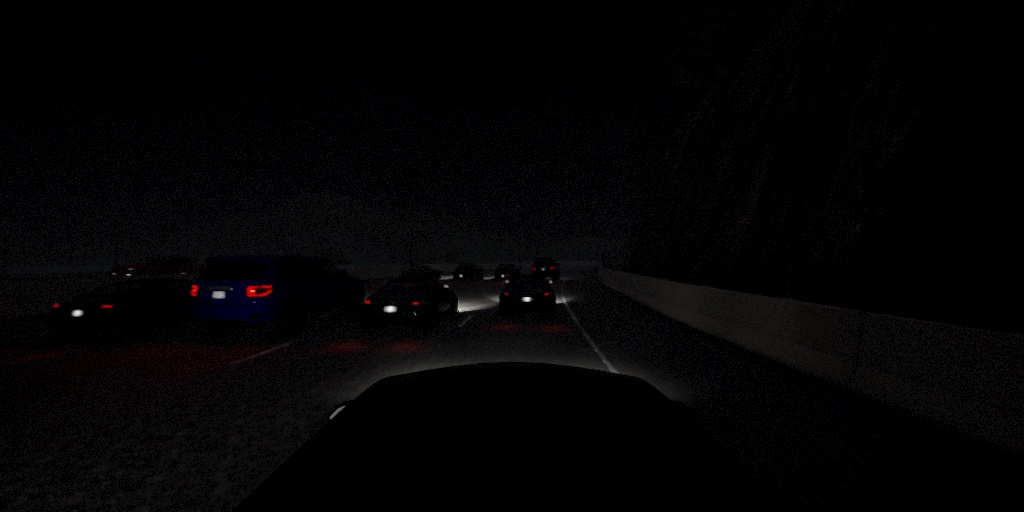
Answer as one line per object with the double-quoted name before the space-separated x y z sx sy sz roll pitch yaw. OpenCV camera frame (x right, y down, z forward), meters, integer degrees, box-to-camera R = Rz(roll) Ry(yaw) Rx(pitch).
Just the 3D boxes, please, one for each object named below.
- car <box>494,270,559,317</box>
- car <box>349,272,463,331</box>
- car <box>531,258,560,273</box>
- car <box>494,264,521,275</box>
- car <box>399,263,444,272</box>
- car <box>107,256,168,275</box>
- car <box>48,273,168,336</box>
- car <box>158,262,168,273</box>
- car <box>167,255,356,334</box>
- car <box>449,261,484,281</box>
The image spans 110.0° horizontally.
"car" 0.628 1.396 13.707 1.994 1.385 4.181 0 0 4
"car" -3.039 1.363 11.304 1.994 1.385 4.181 0 0 3
"car" 3.013 1.183 31.864 2.150 2.045 5.566 0 0 11
"car" -0.340 1.458 32.826 1.837 1.490 4.892 0 0 10
"car" -7.742 1.510 31.348 1.895 1.301 4.718 0 0 10
"car" -29.458 1.022 29.691 2.150 2.045 5.566 0 -1 8
"car" -10.098 1.324 10.413 1.994 1.385 4.181 0 0 3
"car" -25.903 1.378 29.672 1.994 1.385 4.181 0 0 9
"car" -6.594 1.001 10.914 2.150 2.045 5.566 0 0 3
"car" -3.897 1.441 32.854 1.837 1.490 4.892 0 0 10
